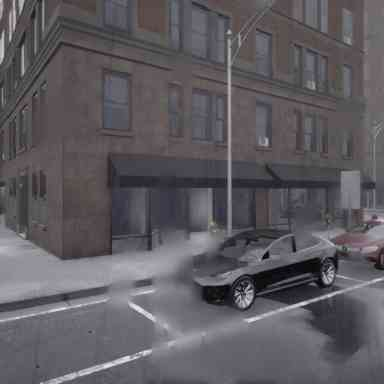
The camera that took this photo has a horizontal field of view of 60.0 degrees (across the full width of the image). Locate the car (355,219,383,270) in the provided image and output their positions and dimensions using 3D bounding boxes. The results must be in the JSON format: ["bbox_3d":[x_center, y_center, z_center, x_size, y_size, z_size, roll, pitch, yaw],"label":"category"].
[{"bbox_3d":[6.139,1.582,10.915,4.206,1.307,1.802,0,0,-36],"label":"car"}]

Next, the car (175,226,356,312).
[{"bbox_3d":[1.661,1.566,7.720,4.313,1.339,1.947,0,0,-36],"label":"car"}]
